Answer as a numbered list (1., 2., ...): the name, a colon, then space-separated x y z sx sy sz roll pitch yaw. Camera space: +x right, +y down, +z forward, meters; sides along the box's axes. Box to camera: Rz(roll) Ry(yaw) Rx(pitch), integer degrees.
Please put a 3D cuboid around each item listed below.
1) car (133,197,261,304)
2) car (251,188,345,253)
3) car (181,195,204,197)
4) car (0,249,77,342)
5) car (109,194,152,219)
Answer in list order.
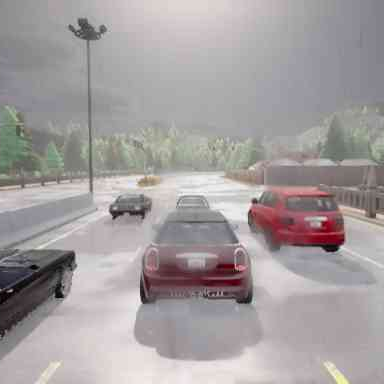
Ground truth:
1. car: 0.077 1.190 7.985 2.097 1.767 4.553 0 2 0
2. car: 3.557 0.863 12.281 2.150 2.045 5.566 0 3 0
3. car: 0.034 0.857 17.367 2.033 1.411 5.357 0 4 0
4. car: -3.413 1.530 5.136 1.895 1.301 4.718 0 1 0
5. car: -3.480 0.738 19.830 1.895 1.301 4.718 0 4 0
